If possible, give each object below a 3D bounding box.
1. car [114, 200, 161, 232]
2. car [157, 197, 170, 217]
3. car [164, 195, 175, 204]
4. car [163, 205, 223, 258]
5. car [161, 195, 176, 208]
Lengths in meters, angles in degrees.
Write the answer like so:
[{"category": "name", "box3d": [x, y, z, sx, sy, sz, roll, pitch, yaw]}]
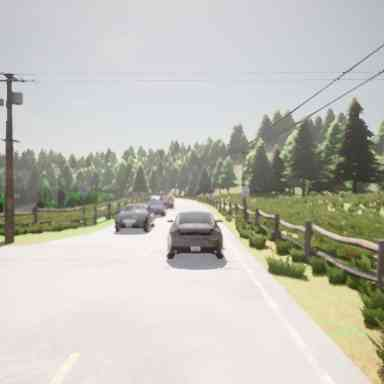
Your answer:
[{"category": "car", "box3d": [-3.288, 1.437, 19.812, 2.128, 1.511, 4.902, 0, 0, 0]}, {"category": "car", "box3d": [-3.291, 1.444, 30.163, 1.812, 1.442, 4.674, 0, 0, 0]}, {"category": "car", "box3d": [-3.922, 1.319, 58.537, 1.882, 1.535, 5.008, 0, 0, -4]}, {"category": "car", "box3d": [0.109, 1.471, 12.557, 1.837, 1.490, 4.892, 0, 0, 0]}, {"category": "car", "box3d": [-3.354, 1.236, 42.423, 2.097, 1.767, 4.553, 0, 0, 0]}]
